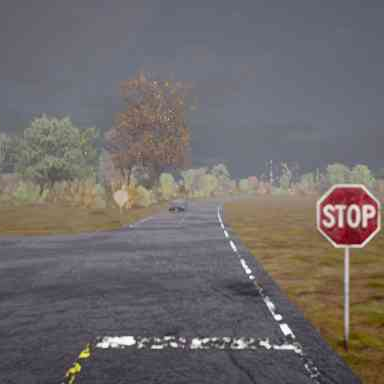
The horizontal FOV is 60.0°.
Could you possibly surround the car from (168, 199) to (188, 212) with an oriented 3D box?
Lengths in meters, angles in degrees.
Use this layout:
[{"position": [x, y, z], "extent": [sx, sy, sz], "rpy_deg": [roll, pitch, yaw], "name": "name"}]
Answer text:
[{"position": [-1.474, 1.517, 38.115], "extent": [2.033, 1.411, 5.357], "rpy_deg": [0, 0, 5], "name": "car"}]
